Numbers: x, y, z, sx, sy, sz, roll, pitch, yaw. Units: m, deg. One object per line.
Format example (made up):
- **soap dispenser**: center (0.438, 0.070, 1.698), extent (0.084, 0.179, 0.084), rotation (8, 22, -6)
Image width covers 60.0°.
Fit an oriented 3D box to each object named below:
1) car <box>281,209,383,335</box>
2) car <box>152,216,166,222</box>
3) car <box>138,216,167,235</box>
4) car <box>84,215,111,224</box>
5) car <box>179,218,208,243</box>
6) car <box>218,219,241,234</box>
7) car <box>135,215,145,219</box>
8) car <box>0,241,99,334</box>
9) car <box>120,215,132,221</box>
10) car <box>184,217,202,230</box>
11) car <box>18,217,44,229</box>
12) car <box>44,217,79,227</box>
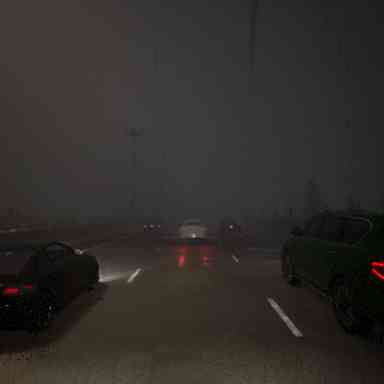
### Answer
- **car**: center (3.600, 1.375, 7.122), extent (2.150, 2.045, 5.566), rotation (0, -2, 0)
- **car**: center (-7.710, 6.269, 78.111), extent (1.812, 1.442, 4.674), rotation (-1, -4, 13)
- **car**: center (-3.399, 3.169, 30.910), extent (2.033, 1.411, 5.357), rotation (0, -4, 0)
- **car**: center (-10.590, 3.419, 37.519), extent (2.097, 1.767, 4.553), rotation (0, -4, 0)
- **car**: center (0.100, 2.546, 22.036), extent (1.812, 1.442, 4.674), rotation (0, -4, 0)
- **car**: center (3.601, 3.287, 32.398), extent (1.994, 1.385, 4.181), rotation (0, -4, 0)
- **car**: center (-11.591, 6.008, 76.767), extent (1.812, 1.442, 4.674), rotation (-1, -4, 11)
- **car**: center (-3.399, 1.714, 7.024), extent (1.994, 1.385, 4.181), rotation (0, -2, 0)
- **car**: center (-15.079, 6.099, 77.175), extent (1.994, 1.385, 4.181), rotation (-1, -4, 11)
- **car**: center (0.100, 3.798, 40.197), extent (2.033, 1.411, 5.357), rotation (0, -4, 0)
- **car**: center (-17.591, 3.539, 37.219), extent (2.128, 1.511, 4.902), rotation (0, -4, 0)
- **car**: center (-14.091, 3.527, 36.845), extent (1.837, 1.490, 4.892), rotation (0, -3, 0)
